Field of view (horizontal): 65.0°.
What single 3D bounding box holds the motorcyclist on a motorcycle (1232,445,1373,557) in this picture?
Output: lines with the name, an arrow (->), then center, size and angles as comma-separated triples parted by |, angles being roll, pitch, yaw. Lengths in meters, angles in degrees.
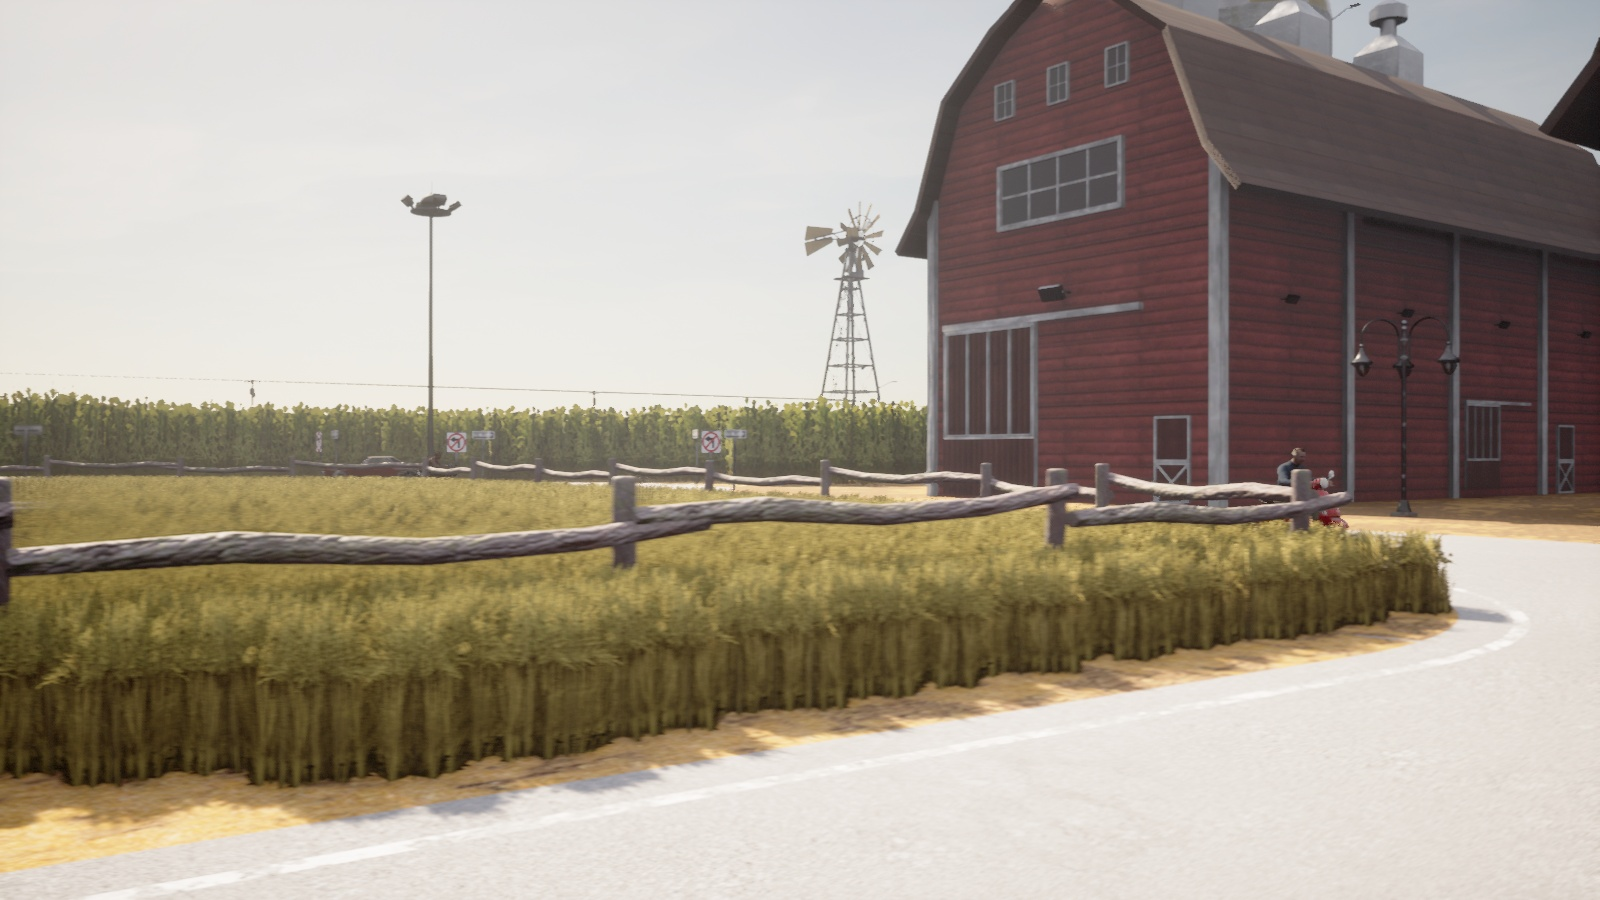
motorcyclist on a motorcycle -> 7.541, 0.729, 18.913 | 0.866, 1.590, 1.817 | -1, 0, -29

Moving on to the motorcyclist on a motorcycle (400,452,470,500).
motorcyclist on a motorcycle -> -11.957, 0.854, 41.145 | 2.044, 1.523, 0.797 | 0, 2, 3

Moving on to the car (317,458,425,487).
car -> -20.422, 1.036, 59.780 | 4.718, 1.301, 1.895 | 0, 0, -24
